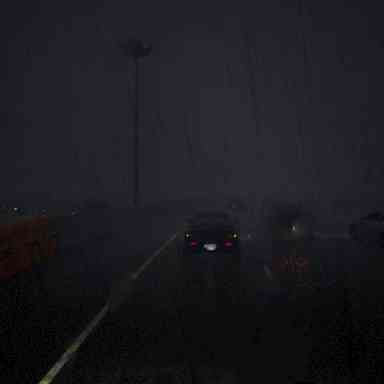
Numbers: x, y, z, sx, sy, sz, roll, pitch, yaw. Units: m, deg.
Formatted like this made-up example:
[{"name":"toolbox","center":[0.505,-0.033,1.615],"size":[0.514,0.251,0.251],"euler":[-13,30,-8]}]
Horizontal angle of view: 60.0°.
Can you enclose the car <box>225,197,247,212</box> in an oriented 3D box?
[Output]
[{"name":"car","center":[4.544,1.206,34.159],"size":[2.128,1.511,4.902],"euler":[0,1,14]}]

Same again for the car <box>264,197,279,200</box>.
[{"name":"car","center":[8.176,1.217,34.257],"size":[2.128,1.511,4.902],"euler":[0,1,14]}]

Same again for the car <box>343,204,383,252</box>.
[{"name":"car","center":[7.871,1.435,13.159],"size":[1.812,1.442,4.674],"euler":[0,0,5]}]

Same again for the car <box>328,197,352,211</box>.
[{"name":"car","center":[15.739,1.218,35.425],"size":[1.882,1.535,5.008],"euler":[0,1,16]}]

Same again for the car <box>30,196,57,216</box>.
[{"name":"car","center":[-11.288,1.278,28.238],"size":[1.994,1.385,4.181],"euler":[0,1,11]}]

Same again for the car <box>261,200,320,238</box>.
[{"name":"car","center":[4.802,1.370,16.941],"size":[1.837,1.490,4.892],"euler":[0,0,7]}]

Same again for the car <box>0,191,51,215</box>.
[{"name":"car","center":[-14.630,0.915,29.504],"size":[2.150,2.045,5.566],"euler":[0,0,11]}]

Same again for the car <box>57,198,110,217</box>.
[{"name":"car","center":[-8.100,1.234,26.210],"size":[2.128,1.511,4.902],"euler":[0,0,10]}]

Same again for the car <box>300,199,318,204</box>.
[{"name":"car","center":[11.408,1.349,32.896],"size":[1.895,1.301,4.718],"euler":[0,1,14]}]

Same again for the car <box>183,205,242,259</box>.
[{"name":"car","center":[0.743,1.421,12.087],"size":[1.812,1.442,4.674],"euler":[0,1,5]}]
